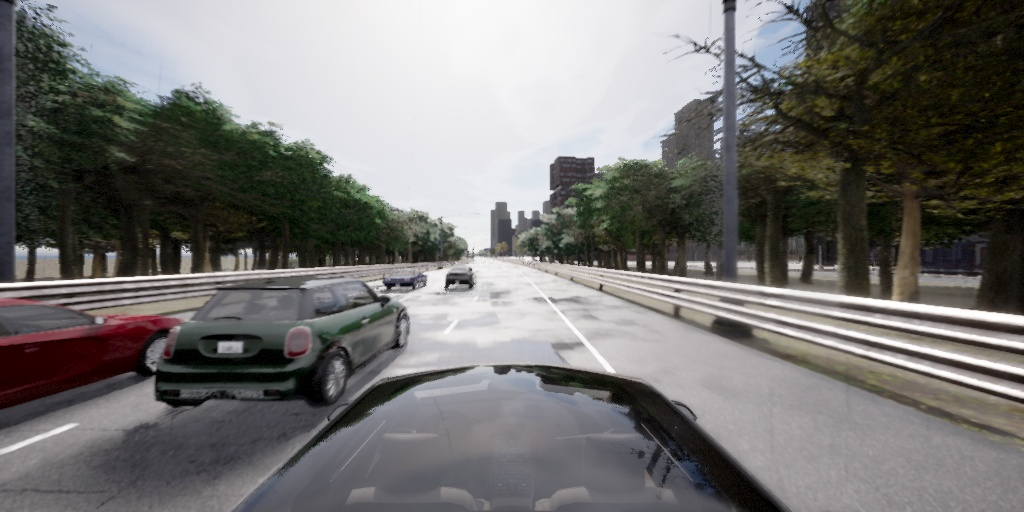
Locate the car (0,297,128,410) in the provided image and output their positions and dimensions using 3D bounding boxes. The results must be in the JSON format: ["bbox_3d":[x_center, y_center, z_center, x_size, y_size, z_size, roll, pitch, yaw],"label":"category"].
[{"bbox_3d":[-6.905,1.253,4.542,1.882,1.535,5.008,0,0,0],"label":"car"}]

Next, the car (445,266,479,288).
[{"bbox_3d":[-3.517,1.422,25.301,1.837,1.490,4.892,0,0,-1],"label":"car"}]

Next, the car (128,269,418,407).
[{"bbox_3d":[-3.408,1.138,6.465,2.097,1.767,4.553,0,0,0],"label":"car"}]

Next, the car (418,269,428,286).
[{"bbox_3d":[-7.005,1.514,24.205,1.895,1.301,4.718,0,0,-1],"label":"car"}]
